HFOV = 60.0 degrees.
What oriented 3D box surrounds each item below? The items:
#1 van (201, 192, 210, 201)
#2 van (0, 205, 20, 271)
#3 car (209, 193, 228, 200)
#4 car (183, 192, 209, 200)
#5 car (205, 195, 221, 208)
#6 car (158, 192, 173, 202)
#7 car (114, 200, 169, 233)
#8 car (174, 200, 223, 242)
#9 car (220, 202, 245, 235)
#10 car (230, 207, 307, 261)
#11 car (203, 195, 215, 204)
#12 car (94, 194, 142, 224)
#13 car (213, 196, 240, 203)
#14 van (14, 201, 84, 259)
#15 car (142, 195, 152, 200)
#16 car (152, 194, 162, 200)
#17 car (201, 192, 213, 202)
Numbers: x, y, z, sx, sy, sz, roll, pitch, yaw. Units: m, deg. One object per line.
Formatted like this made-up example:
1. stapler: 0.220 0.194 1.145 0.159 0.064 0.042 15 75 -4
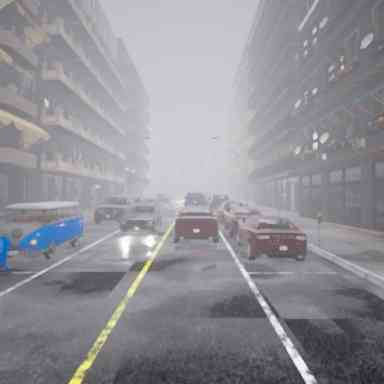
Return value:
1. van: 2.982 0.987 72.633 1.690 1.788 3.998 1 0 0
2. van: -5.258 1.292 6.367 1.690 1.788 3.998 2 0 0
3. car: 2.752 1.113 33.913 2.192 1.841 5.009 1 0 0
4. car: 0.300 1.018 33.851 2.150 2.045 5.566 0 0 0
5. car: 2.815 1.185 44.976 1.967 1.590 4.097 1 0 0
6. car: -4.962 1.007 56.140 2.192 1.841 5.009 1 0 0
7. car: -2.730 1.422 19.197 2.033 1.411 5.357 0 0 0
8. car: 0.189 1.375 15.686 1.882 1.535 5.008 0 0 0
9. car: 2.682 1.435 17.321 1.887 1.381 4.507 1 0 0
10. car: 2.649 1.469 11.791 1.887 1.381 4.507 1 0 0
11. car: 2.878 1.281 56.039 1.802 1.307 4.206 1 0 0
12. car: -5.159 1.167 22.959 2.192 1.841 5.009 1 0 0
13. car: 2.725 1.299 22.852 1.967 1.590 4.097 1 0 0
14. van: -5.226 1.258 11.899 1.690 1.788 3.998 2 0 0
15. car: -5.126 1.136 28.488 2.192 1.841 5.009 1 0 0
16. car: -5.066 1.329 39.552 1.947 1.339 4.313 1 0 0
17. car: 2.950 0.976 67.101 2.192 1.841 5.009 1 0 0
